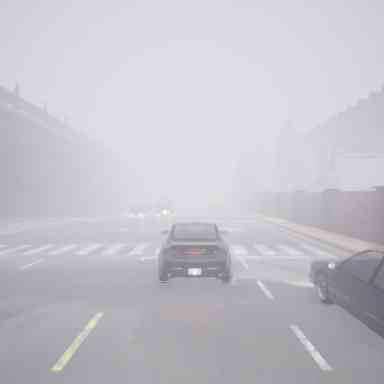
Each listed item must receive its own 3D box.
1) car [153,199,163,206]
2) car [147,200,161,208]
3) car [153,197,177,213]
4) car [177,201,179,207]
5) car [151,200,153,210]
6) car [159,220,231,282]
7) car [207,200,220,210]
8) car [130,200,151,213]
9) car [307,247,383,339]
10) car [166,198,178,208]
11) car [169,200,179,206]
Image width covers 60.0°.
[{"bbox_3d":[-7.471,2.303,74.164,1.882,1.535,5.008,0,-1,-1],"label":"car"},{"bbox_3d":[-7.310,2.261,63.899,2.033,1.411,5.357,0,-1,0],"label":"car"},{"bbox_3d":[-3.532,1.719,44.507,2.150,2.045,5.566,0,-1,-1],"label":"car"},{"bbox_3d":[-3.704,2.099,54.383,2.128,1.511,4.902,0,-1,-1],"label":"car"},{"bbox_3d":[-7.196,2.080,53.943,1.882,1.535,5.008,0,-1,-1],"label":"car"},{"bbox_3d":[0.083,1.619,10.100,1.837,1.490,4.892,0,-1,0],"label":"car"},{"bbox_3d":[3.485,2.083,54.152,1.882,1.535,5.008,0,-1,-1],"label":"car"},{"bbox_3d":[-7.041,2.099,44.565,1.895,1.301,4.718,0,-1,-1],"label":"car"},{"bbox_3d":[3.599,1.608,5.318,2.033,1.411,5.357,0,-1,0],"label":"car"},{"bbox_3d":[-3.818,2.063,63.620,2.097,1.767,4.553,0,-1,-1],"label":"car"},{"bbox_3d":[-3.959,2.409,73.518,1.895,1.301,4.718,0,-1,-1],"label":"car"}]
